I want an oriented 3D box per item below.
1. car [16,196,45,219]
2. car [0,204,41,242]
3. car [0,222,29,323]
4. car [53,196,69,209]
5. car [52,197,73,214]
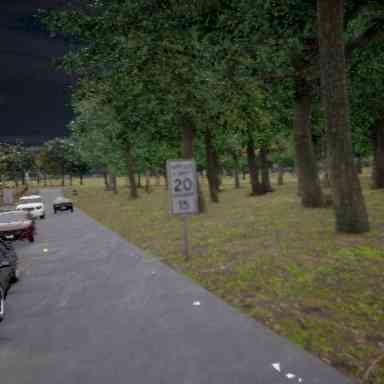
[{"bbox_3d":[-14.984,1.435,31.050,2.150,2.045,5.566,-5,3,-22],"label":"car"},{"bbox_3d":[-9.171,1.733,17.255,1.882,1.535,5.008,-5,2,-23],"label":"car"},{"bbox_3d":[-4.997,1.775,7.330,2.033,1.411,5.357,-5,2,-23],"label":"car"},{"bbox_3d":[-18.478,1.420,46.694,1.837,1.490,4.892,-5,3,-22],"label":"car"},{"bbox_3d":[-14.195,1.442,36.622,1.882,1.535,5.008,-5,2,-22],"label":"car"}]
